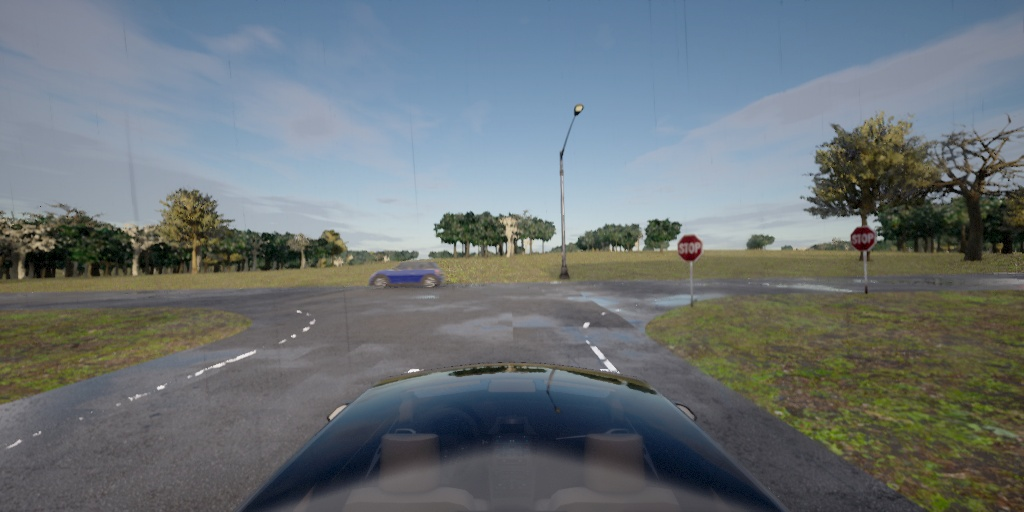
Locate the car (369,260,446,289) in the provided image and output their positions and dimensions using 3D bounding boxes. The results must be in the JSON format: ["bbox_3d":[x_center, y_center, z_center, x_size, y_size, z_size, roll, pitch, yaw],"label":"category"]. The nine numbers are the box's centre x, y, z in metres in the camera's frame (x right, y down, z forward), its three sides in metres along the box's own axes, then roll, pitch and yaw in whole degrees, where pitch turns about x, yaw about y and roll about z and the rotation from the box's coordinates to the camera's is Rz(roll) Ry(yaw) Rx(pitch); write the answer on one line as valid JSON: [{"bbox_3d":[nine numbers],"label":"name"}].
[{"bbox_3d":[-6.631,1.130,22.905,4.553,1.767,2.097,-1,-1,0],"label":"car"}]
